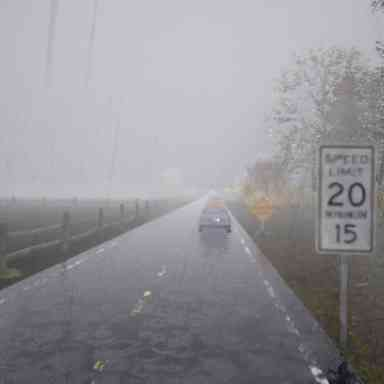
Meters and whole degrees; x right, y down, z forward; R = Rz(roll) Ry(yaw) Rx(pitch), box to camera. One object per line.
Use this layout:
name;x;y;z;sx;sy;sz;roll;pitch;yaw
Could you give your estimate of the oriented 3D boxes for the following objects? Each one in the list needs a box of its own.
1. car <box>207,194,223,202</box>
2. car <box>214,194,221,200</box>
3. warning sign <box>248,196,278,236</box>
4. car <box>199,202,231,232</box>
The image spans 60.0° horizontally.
car;3.027;1.352;44.586;2.097;1.767;4.553;1;0;4
car;7.060;1.400;91.377;1.882;1.535;5.008;1;0;4
warning sign;3.495;1.165;16.454;1.300;1.860;1.060;1;0;4
car;1.383;1.559;20.203;2.033;1.411;5.357;1;0;4
